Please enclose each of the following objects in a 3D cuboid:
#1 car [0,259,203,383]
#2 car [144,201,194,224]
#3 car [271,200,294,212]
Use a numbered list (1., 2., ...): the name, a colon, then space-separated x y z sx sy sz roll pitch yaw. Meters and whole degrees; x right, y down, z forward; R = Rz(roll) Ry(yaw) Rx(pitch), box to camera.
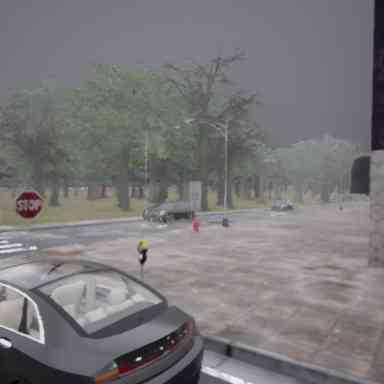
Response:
1. car: -1.936 1.556 4.172 4.403 1.369 2.008 0 1 36
2. car: -1.803 1.565 27.248 2.097 1.767 4.553 1 0 35
3. car: 13.061 1.905 47.975 2.097 1.767 4.553 1 0 36
